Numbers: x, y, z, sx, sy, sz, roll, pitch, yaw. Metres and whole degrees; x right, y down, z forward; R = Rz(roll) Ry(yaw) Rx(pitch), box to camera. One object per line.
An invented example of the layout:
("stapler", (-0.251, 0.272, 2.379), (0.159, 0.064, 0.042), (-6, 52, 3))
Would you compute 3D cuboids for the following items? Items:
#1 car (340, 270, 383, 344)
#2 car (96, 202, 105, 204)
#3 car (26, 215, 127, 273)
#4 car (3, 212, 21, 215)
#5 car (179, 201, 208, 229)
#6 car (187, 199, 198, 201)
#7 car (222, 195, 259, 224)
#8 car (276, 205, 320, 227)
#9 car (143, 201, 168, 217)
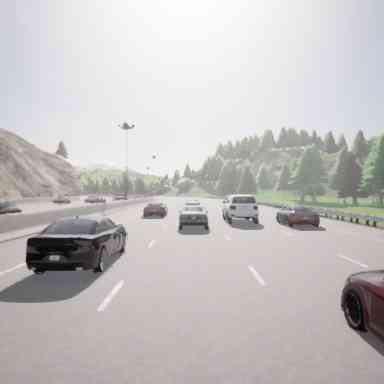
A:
("car", (3.600, 1.565, 4.176), (1.994, 1.385, 4.181), (0, 0, 0))
("car", (-17.525, 1.581, 62.406), (1.994, 1.385, 4.181), (0, 0, 1))
("car", (-3.402, 1.481, 10.708), (1.882, 1.535, 5.008), (0, 0, 0))
("car", (-14.099, 1.360, 23.541), (2.097, 1.767, 4.553), (0, 0, 0))
("car", (0.098, 1.554, 21.637), (2.033, 1.411, 5.357), (0, 0, 0))
("car", (0.097, 1.559, 40.830), (2.033, 1.411, 5.357), (0, 0, 0))
("car", (3.598, 1.229, 25.335), (2.150, 2.045, 5.566), (0, 0, 0))
("car", (7.100, 1.570, 22.704), (1.994, 1.385, 4.181), (0, 0, 0))
("car", (-3.402, 1.573, 31.511), (1.994, 1.385, 4.181), (0, 0, 0))
